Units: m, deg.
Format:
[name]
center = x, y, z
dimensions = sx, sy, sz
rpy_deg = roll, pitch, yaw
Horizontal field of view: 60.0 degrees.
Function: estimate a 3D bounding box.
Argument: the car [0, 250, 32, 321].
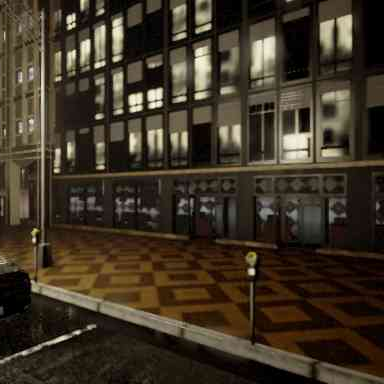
[car]
center = -4.745, 1.595, 6.270
dimensions = 4.403, 1.369, 2.008
rpy_deg = 0, 0, 36
